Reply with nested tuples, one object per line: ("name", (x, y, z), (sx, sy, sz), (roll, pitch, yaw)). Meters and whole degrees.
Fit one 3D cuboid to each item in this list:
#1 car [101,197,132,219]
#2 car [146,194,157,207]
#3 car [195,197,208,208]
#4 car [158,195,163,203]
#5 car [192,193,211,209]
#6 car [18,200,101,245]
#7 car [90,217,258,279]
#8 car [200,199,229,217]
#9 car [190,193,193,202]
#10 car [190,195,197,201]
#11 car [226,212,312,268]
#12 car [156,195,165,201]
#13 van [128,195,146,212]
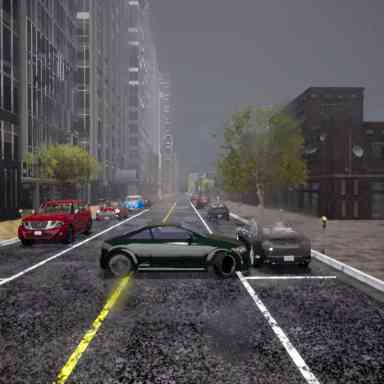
("car", (-6.387, 1.432, 26.793), (1.967, 1.590, 4.097), (-1, 0, -1))
("car", (-6.977, 1.299, 49.652), (2.192, 1.841, 5.009), (-1, 0, -1))
("car", (1.399, 1.509, 50.032), (1.752, 1.417, 4.829), (-1, 0, -1))
("car", (-7.410, 1.522, 66.251), (1.887, 1.381, 4.507), (-1, 0, -1))
("car", (1.545, 1.301, 44.329), (2.192, 1.841, 5.009), (-1, 0, -1))
("car", (-6.188, 1.310, 15.725), (2.192, 1.841, 5.009), (-1, 0, -1))
("car", (-0.467, 1.556, 9.536), (4.181, 1.385, 1.994), (0, 0, -1))
("car", (2.016, 1.543, 26.996), (2.008, 1.369, 4.403), (-1, 0, -1))
("car", (0.819, 1.291, 71.993), (2.192, 1.841, 5.009), (-1, 0, -1))
("car", (0.387, 1.551, 88.590), (1.802, 1.307, 4.206), (-1, 0, -1))
("car", (2.550, 1.548, 11.137), (2.008, 1.369, 4.403), (-1, 0, -1))
("car", (-7.842, 1.497, 82.679), (1.752, 1.417, 4.829), (-1, 0, -1))
("van", (-6.686, 1.329, 38.586), (1.690, 1.788, 3.998), (-1, 0, -1))
